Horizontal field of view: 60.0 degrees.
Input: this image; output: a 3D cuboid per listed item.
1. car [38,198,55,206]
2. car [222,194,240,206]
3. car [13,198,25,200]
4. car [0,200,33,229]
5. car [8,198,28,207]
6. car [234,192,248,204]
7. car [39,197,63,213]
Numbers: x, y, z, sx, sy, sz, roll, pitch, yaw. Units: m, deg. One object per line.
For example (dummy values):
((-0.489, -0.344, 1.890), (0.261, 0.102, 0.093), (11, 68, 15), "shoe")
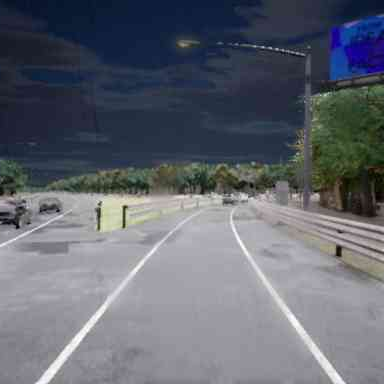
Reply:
((-25.759, 1.718, 59.008), (2.033, 1.411, 5.357), (1, -1, -17), "car")
((6.198, 1.453, 55.149), (1.837, 1.490, 4.892), (1, 0, 16), "car")
((-17.981, 1.547, 32.154), (1.812, 1.442, 4.674), (1, 0, -15), "car")
((-11.623, 1.511, 21.390), (1.837, 1.490, 4.892), (1, 0, -14), "car")
((-27.766, 1.669, 53.239), (1.994, 1.385, 4.181), (1, -1, -17), "car")
((9.482, 1.118, 65.587), (2.150, 2.045, 5.566), (1, 1, 22), "car")
((-16.220, 1.433, 38.563), (2.097, 1.767, 4.553), (1, 0, -16), "car")
